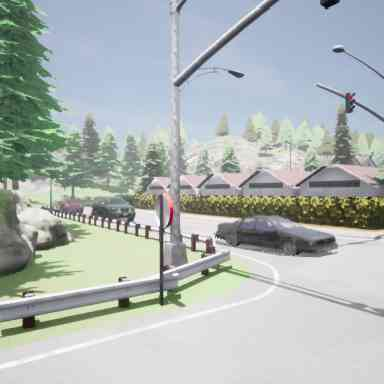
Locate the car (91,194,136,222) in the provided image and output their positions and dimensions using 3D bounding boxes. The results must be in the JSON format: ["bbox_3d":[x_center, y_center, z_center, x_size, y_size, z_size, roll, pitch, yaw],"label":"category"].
[{"bbox_3d":[-6.769,1.415,28.188,2.150,2.045,5.566,0,0,-35],"label":"car"}]

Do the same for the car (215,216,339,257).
[{"bbox_3d":[3.292,1.727,14.160,2.033,1.411,5.357,0,-1,-38],"label":"car"}]

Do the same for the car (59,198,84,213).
[{"bbox_3d":[-14.320,1.543,39.350,2.097,1.767,4.553,0,0,-31],"label":"car"}]

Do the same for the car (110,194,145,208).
[{"bbox_3d":[-10.432,1.398,54.088,2.150,2.045,5.566,0,0,37],"label":"car"}]
